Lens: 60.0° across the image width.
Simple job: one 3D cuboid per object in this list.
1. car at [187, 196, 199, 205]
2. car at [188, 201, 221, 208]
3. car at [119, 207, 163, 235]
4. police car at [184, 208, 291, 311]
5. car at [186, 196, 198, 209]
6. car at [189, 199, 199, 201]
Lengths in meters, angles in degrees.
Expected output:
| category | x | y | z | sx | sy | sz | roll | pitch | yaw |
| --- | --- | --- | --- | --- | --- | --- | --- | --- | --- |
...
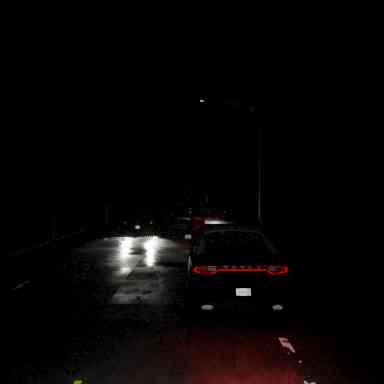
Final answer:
| category | x | y | z | sx | sy | sz | roll | pitch | yaw |
| --- | --- | --- | --- | --- | --- | --- | --- | --- | --- |
| car | 0.145 | 1.449 | 58.927 | 2.033 | 1.411 | 5.357 | 0 | 1 | 0 |
| car | 0.869 | 1.466 | 17.889 | 1.882 | 1.535 | 5.008 | 0 | 0 | 0 |
| car | -2.703 | 1.552 | 18.502 | 1.994 | 1.385 | 4.181 | 0 | 0 | 0 |
| police car | 0.844 | 1.420 | 7.995 | 1.930 | 1.638 | 5.238 | 0 | 0 | 0 |
| car | 0.129 | 1.442 | 45.629 | 1.882 | 1.535 | 5.008 | 0 | 0 | 1 |
| car | 0.883 | 1.489 | 23.890 | 1.837 | 1.490 | 4.892 | 0 | 0 | 0 |
